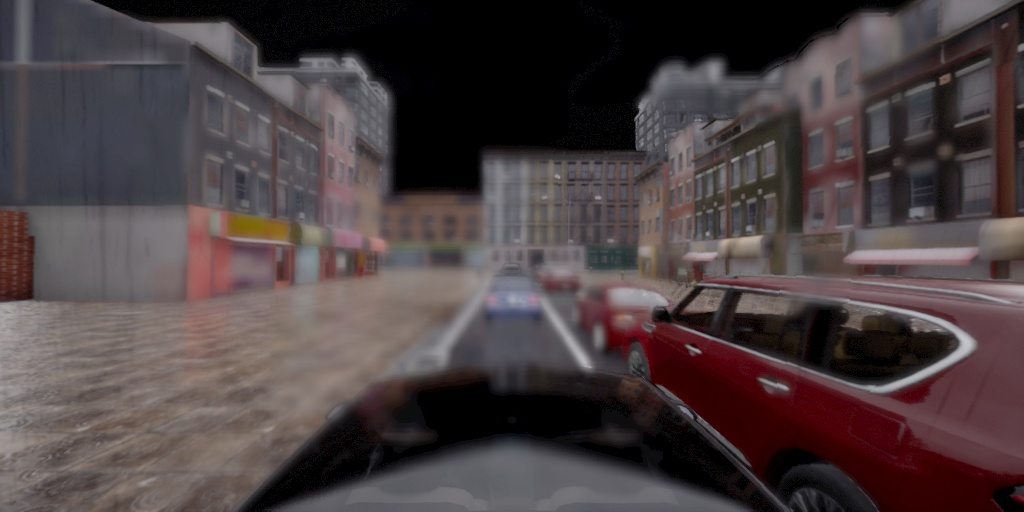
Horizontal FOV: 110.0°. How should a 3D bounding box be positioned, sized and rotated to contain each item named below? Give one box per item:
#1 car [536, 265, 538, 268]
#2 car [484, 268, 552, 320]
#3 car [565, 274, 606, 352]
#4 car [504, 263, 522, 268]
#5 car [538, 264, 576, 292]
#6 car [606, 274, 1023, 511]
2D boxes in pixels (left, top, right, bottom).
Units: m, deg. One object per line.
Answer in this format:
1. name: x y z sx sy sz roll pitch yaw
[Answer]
1. car: 2.685 1.270 25.279 1.967 1.591 4.097 0 0 0
2. car: 0.061 1.333 12.689 2.033 1.411 5.357 0 0 1
3. car: 2.651 1.318 8.769 1.888 1.381 4.507 0 0 0
4. car: 0.115 1.353 29.953 1.837 1.490 4.892 0 0 1
5. car: 2.674 1.356 19.775 1.888 1.381 4.507 0 0 0
6. car: 2.640 1.070 3.265 2.192 1.841 5.009 0 0 0
